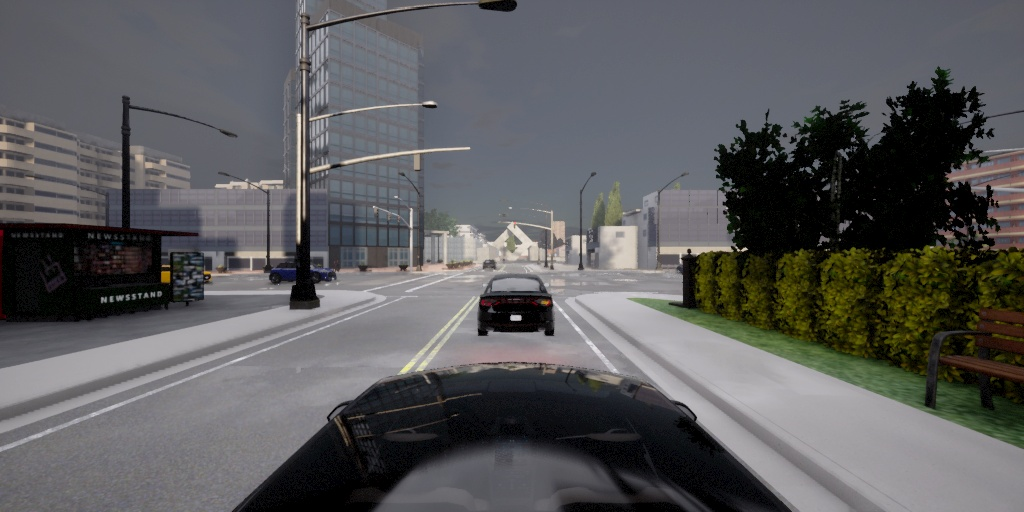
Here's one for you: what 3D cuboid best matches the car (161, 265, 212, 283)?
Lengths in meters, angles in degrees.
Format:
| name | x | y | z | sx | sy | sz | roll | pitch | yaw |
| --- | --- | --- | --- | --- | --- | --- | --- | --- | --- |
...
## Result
| name | x | y | z | sx | sy | sz | roll | pitch | yaw |
| --- | --- | --- | --- | --- | --- | --- | --- | --- | --- |
| car | -26.386 | 1.454 | 28.052 | 5.008 | 1.535 | 1.882 | -1 | 0 | 0 |

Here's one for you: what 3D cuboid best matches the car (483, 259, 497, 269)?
| name | x | y | z | sx | sy | sz | roll | pitch | yaw |
| --- | --- | --- | --- | --- | --- | --- | --- | --- | --- |
| car | -3.356 | 1.227 | 54.257 | 1.882 | 1.535 | 5.008 | 0 | 0 | 0 |

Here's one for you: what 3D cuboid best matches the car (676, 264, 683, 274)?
| name | x | y | z | sx | sy | sz | roll | pitch | yaw |
| --- | --- | --- | --- | --- | --- | --- | --- | --- | --- |
| car | 20.294 | 1.056 | 38.904 | 4.553 | 1.767 | 2.097 | 0 | 0 | 0 |

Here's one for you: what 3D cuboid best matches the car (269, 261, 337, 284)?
| name | x | y | z | sx | sy | sz | roll | pitch | yaw |
| --- | --- | --- | --- | --- | --- | --- | --- | --- | --- |
| car | -16.274 | 1.210 | 28.084 | 4.553 | 1.767 | 2.097 | -1 | 0 | 0 |

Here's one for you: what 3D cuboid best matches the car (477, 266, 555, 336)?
| name | x | y | z | sx | sy | sz | roll | pitch | yaw |
| --- | --- | --- | --- | --- | --- | --- | --- | --- | --- |
| car | 0.114 | 1.228 | 10.474 | 1.882 | 1.535 | 5.008 | 0 | 0 | 1 |

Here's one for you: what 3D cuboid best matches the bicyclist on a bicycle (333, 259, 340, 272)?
| name | x | y | z | sx | sy | sz | roll | pitch | yaw |
| --- | --- | --- | --- | --- | --- | --- | --- | --- | --- |
| bicyclist on a bicycle | -21.803 | 1.216 | 44.543 | 0.582 | 1.620 | 1.656 | -1 | 0 | 0 |
